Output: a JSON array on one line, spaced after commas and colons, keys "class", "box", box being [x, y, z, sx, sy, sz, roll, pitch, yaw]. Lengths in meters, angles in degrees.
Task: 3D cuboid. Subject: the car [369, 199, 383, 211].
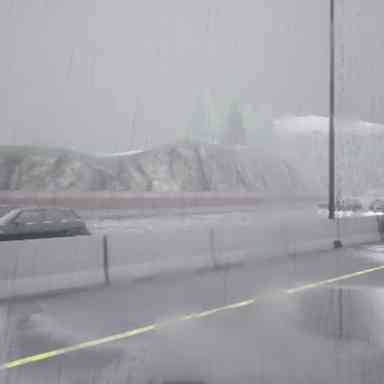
[{"class": "car", "box": [24.126, 1.683, 42.513, 2.128, 1.511, 4.902, 0, 0, 42]}]

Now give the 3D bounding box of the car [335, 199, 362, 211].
[{"class": "car", "box": [21.323, 1.678, 44.625, 2.128, 1.511, 4.902, 0, 0, 43]}]

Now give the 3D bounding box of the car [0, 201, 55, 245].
[{"class": "car", "box": [-8.809, 1.357, 14.911, 4.553, 1.767, 2.097, 0, 0, -36]}]

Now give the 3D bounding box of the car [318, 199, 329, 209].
[{"class": "car", "box": [20.194, 1.740, 48.516, 2.033, 1.411, 5.357, 0, 0, 42]}]

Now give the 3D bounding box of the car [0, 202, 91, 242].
[{"class": "car", "box": [-6.215, 1.360, 12.465, 4.553, 1.767, 2.097, 0, 0, -36]}]

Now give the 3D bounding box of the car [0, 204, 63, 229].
[{"class": "car", "box": [-11.458, 1.559, 21.611, 5.357, 1.411, 2.033, 0, 0, -36]}]
